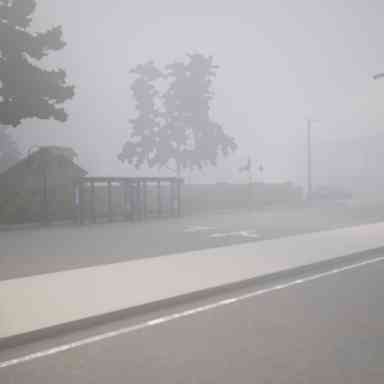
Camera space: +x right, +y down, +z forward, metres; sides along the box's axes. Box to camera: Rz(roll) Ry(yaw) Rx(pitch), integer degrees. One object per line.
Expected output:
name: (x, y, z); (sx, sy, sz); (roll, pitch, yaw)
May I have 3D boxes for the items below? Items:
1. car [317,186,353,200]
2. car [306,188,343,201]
car: (21.198, 0.155, 50.009); (2.150, 2.045, 5.566); (-2, 1, -35)
car: (18.580, 0.537, 47.652); (1.812, 1.442, 4.674); (-2, 1, -35)
